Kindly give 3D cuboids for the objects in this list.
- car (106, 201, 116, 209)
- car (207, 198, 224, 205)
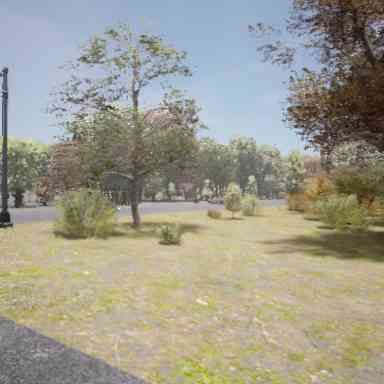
[{"bbox_3d":[-11.845,1.738,43.301,1.994,1.385,4.181,0,0,36],"label":"car"},{"bbox_3d":[5.169,1.819,66.746,2.033,1.411,5.357,0,0,36],"label":"car"}]
